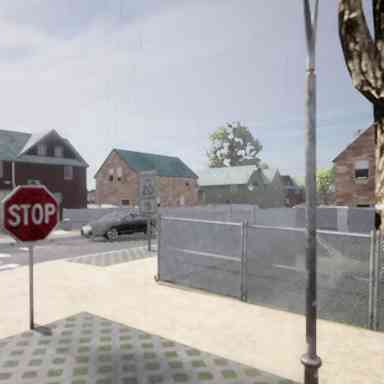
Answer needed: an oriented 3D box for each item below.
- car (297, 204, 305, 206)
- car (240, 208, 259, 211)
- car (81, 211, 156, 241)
[{"bbox_3d":[15.353,2.395,45.945,2.097,1.767,4.553,-2,-3,35],"label":"car"},{"bbox_3d":[5.496,2.257,32.210,1.812,1.442,4.674,-2,-3,35],"label":"car"},{"bbox_3d":[-3.970,1.838,18.886,2.128,1.511,4.902,-2,-3,35],"label":"car"}]
